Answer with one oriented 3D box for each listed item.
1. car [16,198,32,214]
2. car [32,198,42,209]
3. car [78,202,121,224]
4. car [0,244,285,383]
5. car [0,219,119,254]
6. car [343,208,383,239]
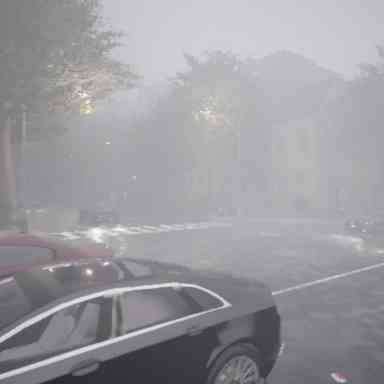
[{"bbox_3d":[-18.036,1.470,33.428,2.231,1.521,4.892,0,0,-35],"label":"car"},{"bbox_3d":[-21.396,1.503,44.332,1.812,1.442,4.674,0,0,-35],"label":"car"},{"bbox_3d":[-6.521,1.481,23.193,1.837,1.490,4.892,0,0,-34],"label":"car"},{"bbox_3d":[-1.232,1.489,3.113,4.902,1.511,2.128,0,0,-36],"label":"car"},{"bbox_3d":[-3.755,1.478,5.627,5.008,1.535,1.882,0,0,-35],"label":"car"},{"bbox_3d":[9.915,1.506,16.910,4.181,1.385,1.994,0,0,-13],"label":"car"}]
